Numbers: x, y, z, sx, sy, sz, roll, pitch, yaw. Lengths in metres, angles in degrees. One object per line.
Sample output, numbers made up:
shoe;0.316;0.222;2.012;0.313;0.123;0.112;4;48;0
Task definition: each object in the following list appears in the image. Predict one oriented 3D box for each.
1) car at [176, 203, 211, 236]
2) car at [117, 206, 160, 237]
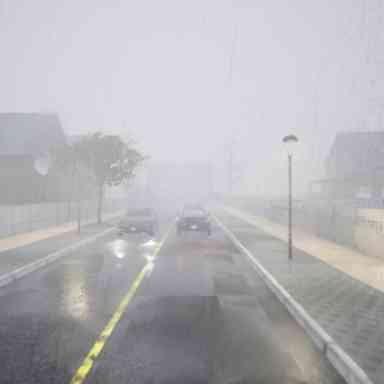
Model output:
car;0.101;1.576;18.843;1.812;1.442;4.674;0;0;0
car;-2.839;1.554;18.569;1.837;1.490;4.892;0;0;0
